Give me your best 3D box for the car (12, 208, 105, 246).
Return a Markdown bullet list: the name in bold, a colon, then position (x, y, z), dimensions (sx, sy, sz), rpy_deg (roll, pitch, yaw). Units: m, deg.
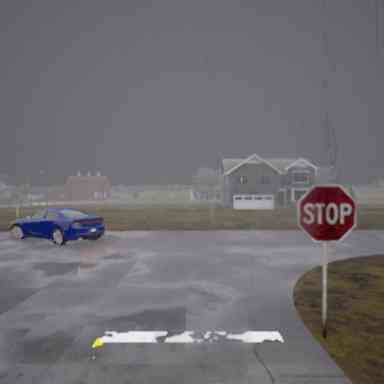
- **car**: position (-6.217, 1.460, 15.243), dimensions (5.008, 1.535, 1.882), rpy_deg (0, 0, 33)
